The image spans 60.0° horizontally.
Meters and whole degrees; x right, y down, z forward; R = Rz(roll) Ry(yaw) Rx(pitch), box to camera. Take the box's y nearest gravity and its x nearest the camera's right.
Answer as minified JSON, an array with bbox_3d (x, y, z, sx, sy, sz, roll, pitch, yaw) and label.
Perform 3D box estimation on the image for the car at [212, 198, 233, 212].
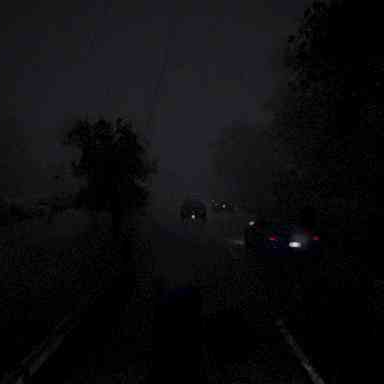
[{"bbox_3d":[3.094,1.316,34.296,1.994,1.385,4.181,0,1,0],"label":"car"}]

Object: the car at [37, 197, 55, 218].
[{"bbox_3d":[-13.829,1.383,26.720,4.674,1.452,2.002,-1,0,-20],"label":"car"}]

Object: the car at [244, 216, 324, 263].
[{"bbox_3d":[3.098,1.546,11.999,1.994,1.385,4.181,0,0,0],"label":"car"}]

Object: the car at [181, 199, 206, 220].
[{"bbox_3d":[0.095,1.458,26.236,1.895,1.301,4.718,0,1,0],"label":"car"}]

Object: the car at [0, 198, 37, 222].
[{"bbox_3d":[-13.860,1.253,23.707,4.553,1.767,2.185,-1,0,-20],"label":"car"}]

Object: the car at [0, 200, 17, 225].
[{"bbox_3d":[-13.832,1.453,20.720,4.674,1.452,2.002,-1,0,-20],"label":"car"}]

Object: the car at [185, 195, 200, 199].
[{"bbox_3d":[0.092,1.169,43.032,1.812,1.442,4.674,0,1,0],"label":"car"}]

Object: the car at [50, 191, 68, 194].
[{"bbox_3d":[-13.801,0.936,38.736,5.566,2.045,2.435,-1,0,-20],"label":"car"}]

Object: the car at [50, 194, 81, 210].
[{"bbox_3d":[-13.797,1.254,35.736,4.792,1.488,2.163,-1,1,-20],"label":"car"}]

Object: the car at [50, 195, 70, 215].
[{"bbox_3d":[-13.818,1.305,29.719,5.008,1.535,2.097,-1,1,-20],"label":"car"}]
